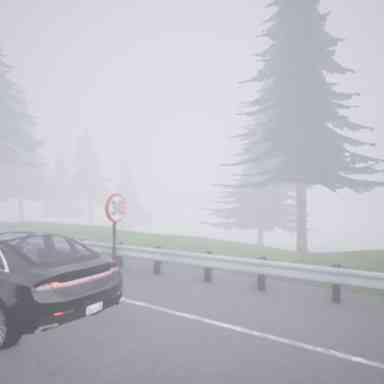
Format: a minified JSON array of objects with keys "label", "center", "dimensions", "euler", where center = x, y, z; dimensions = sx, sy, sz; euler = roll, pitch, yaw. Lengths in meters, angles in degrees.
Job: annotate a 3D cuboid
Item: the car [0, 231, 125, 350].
[{"label":"car","center":[-3.449,1.505,6.253],"dimensions":[4.902,1.511,2.128],"euler":[0,0,34]}]
